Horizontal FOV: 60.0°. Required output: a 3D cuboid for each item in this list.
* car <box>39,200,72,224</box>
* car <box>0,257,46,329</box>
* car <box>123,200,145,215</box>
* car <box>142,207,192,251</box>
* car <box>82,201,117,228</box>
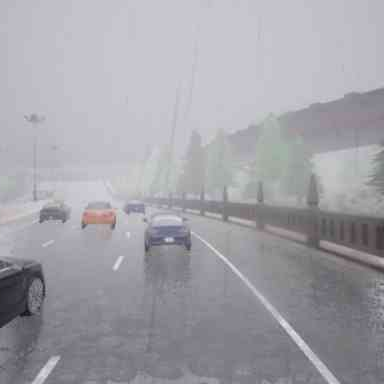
[{"bbox_3d":[-10.706,1.609,26.170,1.837,1.490,4.892,0,0,-15],"label":"car"},{"bbox_3d":[-3.697,1.519,4.586,2.128,1.511,4.902,0,0,-3],"label":"car"},{"bbox_3d":[-6.263,1.580,35.726,1.882,1.535,5.008,0,0,-17],"label":"car"},{"bbox_3d":[-1.120,1.560,14.239,1.812,1.442,4.674,0,0,-8],"label":"car"},{"bbox_3d":[-6.301,1.429,22.861,2.097,1.767,4.553,0,0,-13],"label":"car"}]
